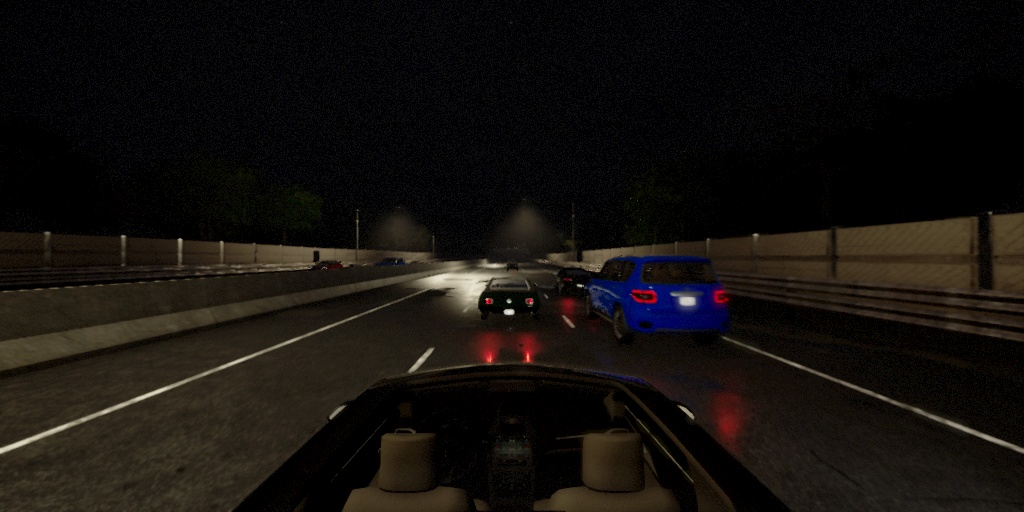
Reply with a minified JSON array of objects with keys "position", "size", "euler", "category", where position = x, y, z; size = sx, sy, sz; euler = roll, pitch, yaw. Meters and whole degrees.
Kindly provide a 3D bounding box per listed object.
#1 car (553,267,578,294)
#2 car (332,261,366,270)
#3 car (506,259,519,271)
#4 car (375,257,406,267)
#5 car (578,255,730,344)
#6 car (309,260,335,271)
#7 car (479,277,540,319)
[{"position":[3.499,1.361,20.801],"size":[1.812,1.442,4.674],"euler":[0,0,0],"category":"car"},{"position":[-17.548,1.540,39.752],"size":[1.895,1.301,4.718],"euler":[0,0,1],"category":"car"},{"position":[0.087,1.532,56.085],"size":[1.837,1.490,4.892],"euler":[0,0,0],"category":"car"},{"position":[-14.026,1.174,41.674],"size":[2.150,2.045,5.566],"euler":[0,-1,0],"category":"car"},{"position":[3.499,1.005,9.830],"size":[2.150,2.045,5.566],"euler":[0,0,0],"category":"car"},{"position":[-21.038,1.297,40.792],"size":[2.097,1.767,4.553],"euler":[0,0,1],"category":"car"},{"position":[-0.062,1.399,12.973],"size":[1.895,1.301,4.718],"euler":[0,0,0],"category":"car"}]
